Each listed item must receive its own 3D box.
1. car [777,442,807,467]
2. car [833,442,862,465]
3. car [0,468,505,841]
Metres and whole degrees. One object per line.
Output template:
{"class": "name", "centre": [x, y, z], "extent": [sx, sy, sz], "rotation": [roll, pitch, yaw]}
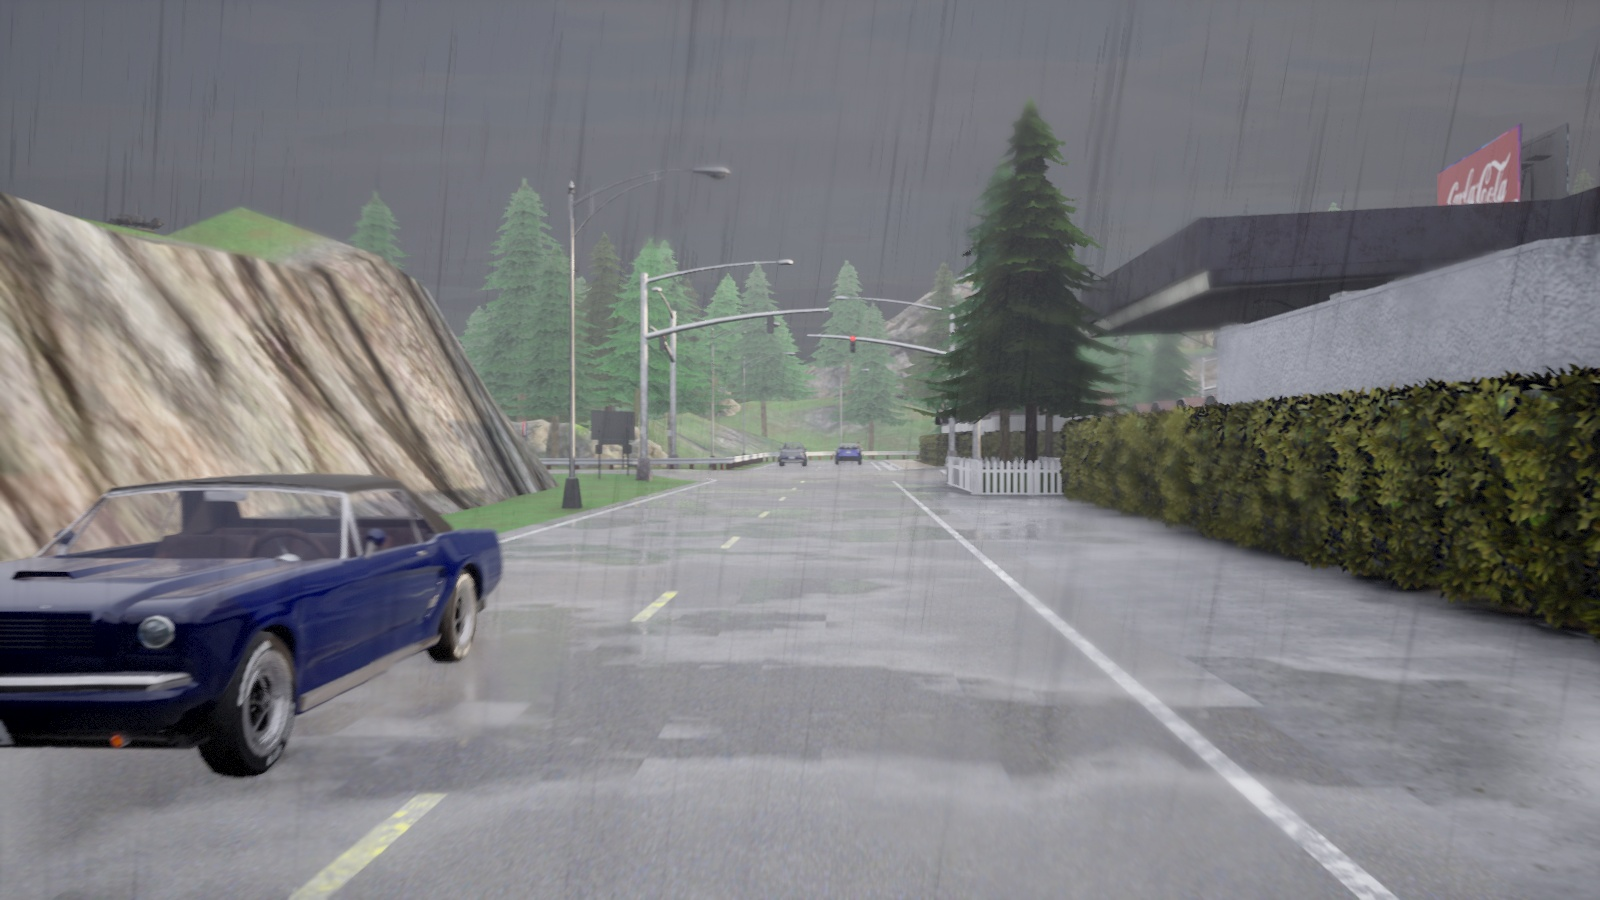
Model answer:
{"class": "car", "centre": [-0.489, 0.276, 79.641], "extent": [1.789, 1.549, 3.705], "rotation": [0, 0, 2]}
{"class": "car", "centre": [3.288, 0.207, 86.858], "extent": [2.007, 1.525, 4.514], "rotation": [0, 0, 2]}
{"class": "car", "centre": [-3.251, 0.803, 7.102], "extent": [1.895, 1.301, 4.718], "rotation": [0, 0, 2]}
